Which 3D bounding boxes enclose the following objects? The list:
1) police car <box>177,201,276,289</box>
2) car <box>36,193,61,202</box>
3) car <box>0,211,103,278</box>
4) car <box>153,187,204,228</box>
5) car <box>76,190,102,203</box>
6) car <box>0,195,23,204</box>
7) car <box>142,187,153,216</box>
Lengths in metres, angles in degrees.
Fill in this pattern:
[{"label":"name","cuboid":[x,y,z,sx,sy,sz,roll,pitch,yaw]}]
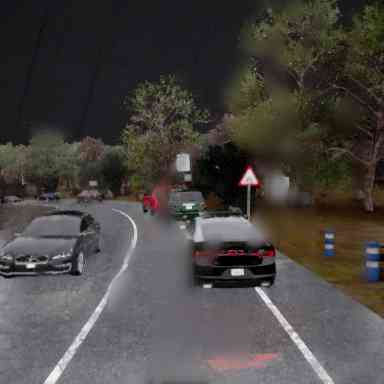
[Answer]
[{"label":"police car","cuboid":[0.716,1.291,9.053,1.930,1.638,5.238,0,2,-4]},{"label":"car","cuboid":[-23.796,0.861,54.970,4.718,1.301,1.895,-2,4,38]},{"label":"car","cuboid":[-3.899,1.378,9.954,1.837,1.490,4.892,0,1,-6]},{"label":"car","cuboid":[-0.721,0.799,19.272,2.150,2.045,5.566,-1,2,-12]},{"label":"car","cuboid":[-13.996,0.494,44.941,2.097,1.767,4.553,-5,3,-39]},{"label":"car","cuboid":[-30.046,1.279,55.229,4.181,1.385,1.994,-2,4,35]},{"label":"car","cuboid":[-2.368,0.636,25.322,2.150,2.045,5.566,-2,2,-18]}]
